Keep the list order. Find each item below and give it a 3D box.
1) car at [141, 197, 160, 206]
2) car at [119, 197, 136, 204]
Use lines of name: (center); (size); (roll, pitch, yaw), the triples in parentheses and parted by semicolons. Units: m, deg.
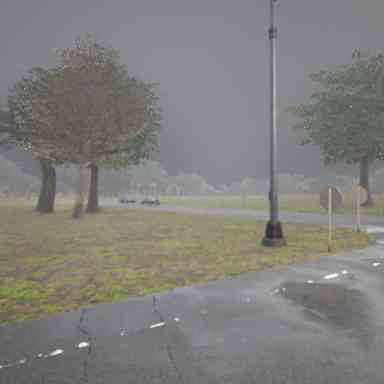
car: (-6.962, 1.561, 55.966); (1.812, 1.442, 4.674); (1, -1, -34)
car: (-12.539, 1.641, 64.304); (1.895, 1.301, 4.718); (1, 0, -34)
